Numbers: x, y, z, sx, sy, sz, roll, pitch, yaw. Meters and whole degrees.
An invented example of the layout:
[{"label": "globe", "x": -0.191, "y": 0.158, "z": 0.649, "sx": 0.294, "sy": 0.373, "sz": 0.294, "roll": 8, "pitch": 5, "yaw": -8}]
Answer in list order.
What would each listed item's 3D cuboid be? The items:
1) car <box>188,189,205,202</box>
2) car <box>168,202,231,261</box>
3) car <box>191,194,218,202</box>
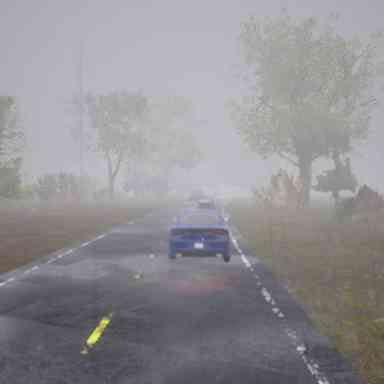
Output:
[{"label": "car", "x": 0.859, "y": 0.566, "z": 52.917, "sx": 2.150, "sy": 2.045, "sz": 5.566, "roll": 0, "pitch": 1, "yaw": 9}, {"label": "car", "x": 0.294, "y": 1.332, "z": 11.765, "sx": 1.882, "sy": 1.535, "sz": 5.008, "roll": 0, "pitch": 0, "yaw": 2}, {"label": "car", "x": 1.265, "y": 1.172, "z": 28.715, "sx": 1.812, "sy": 1.442, "sz": 4.674, "roll": 0, "pitch": 1, "yaw": 5}]
